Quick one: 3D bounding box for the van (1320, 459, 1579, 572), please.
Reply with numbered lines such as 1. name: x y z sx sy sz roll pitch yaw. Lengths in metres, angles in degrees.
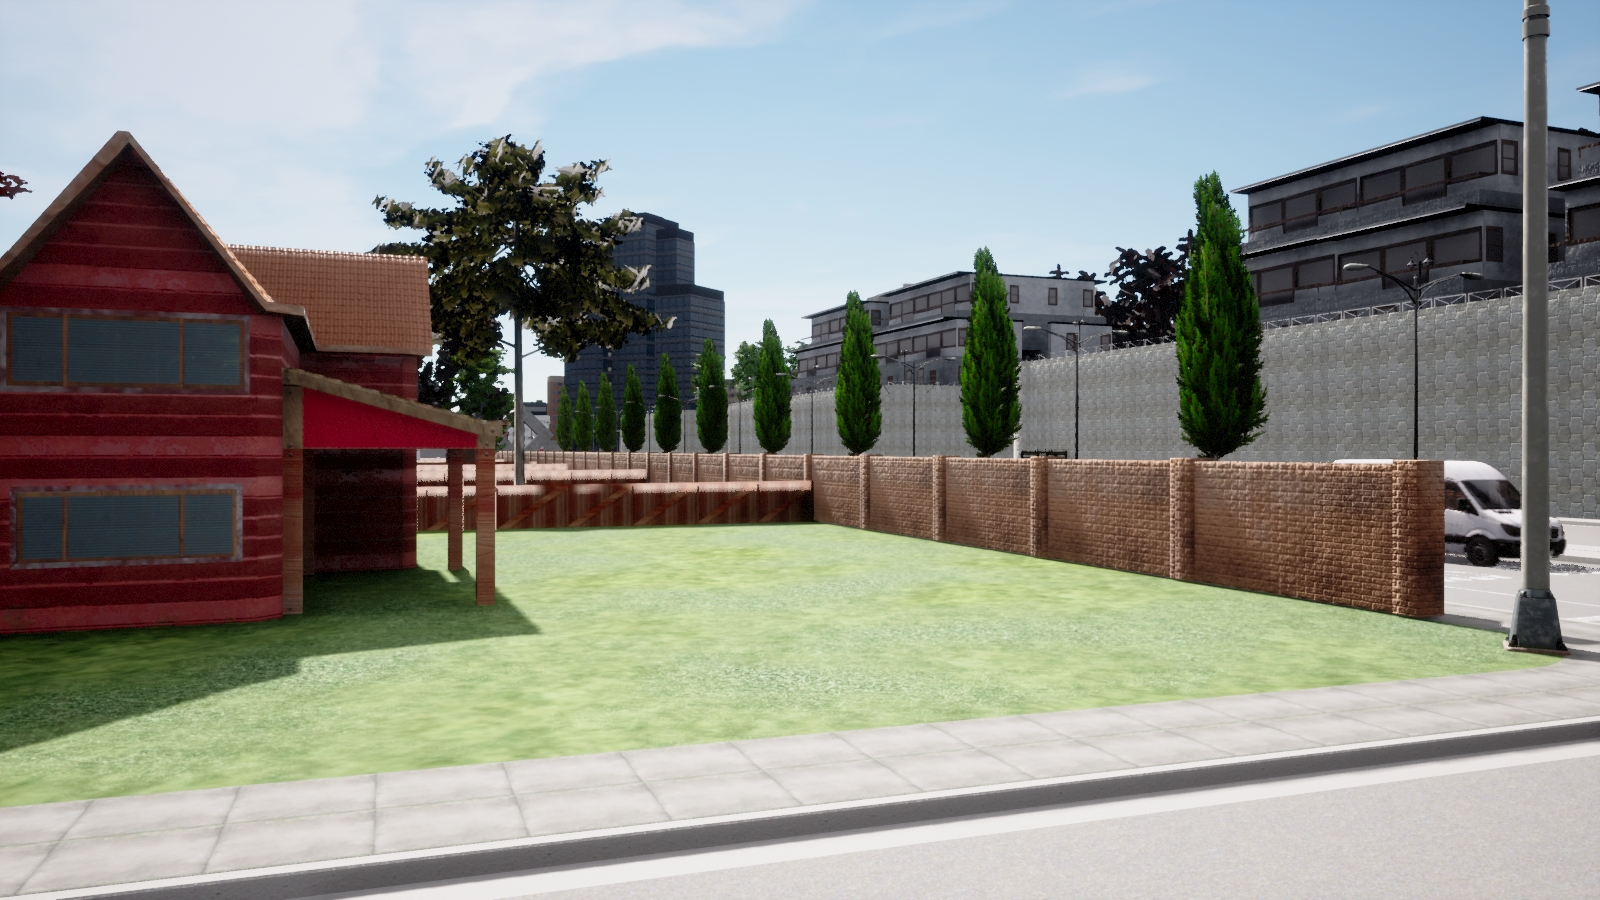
1. van: 16.491 1.535 29.505 1.988 2.561 5.915 0 0 -21
